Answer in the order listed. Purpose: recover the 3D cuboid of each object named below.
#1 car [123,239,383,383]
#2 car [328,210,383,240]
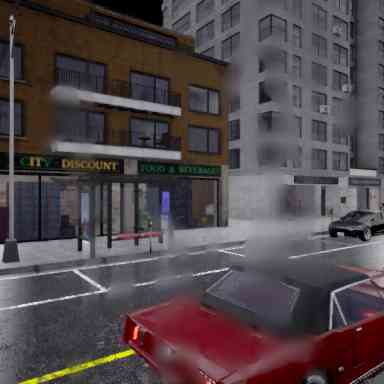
[{"bbox_3d":[1.628,1.601,4.476,4.718,1.301,1.895,0,0,-35],"label":"car"},{"bbox_3d":[8.602,1.566,16.530,4.313,1.339,1.947,0,0,-36],"label":"car"}]
